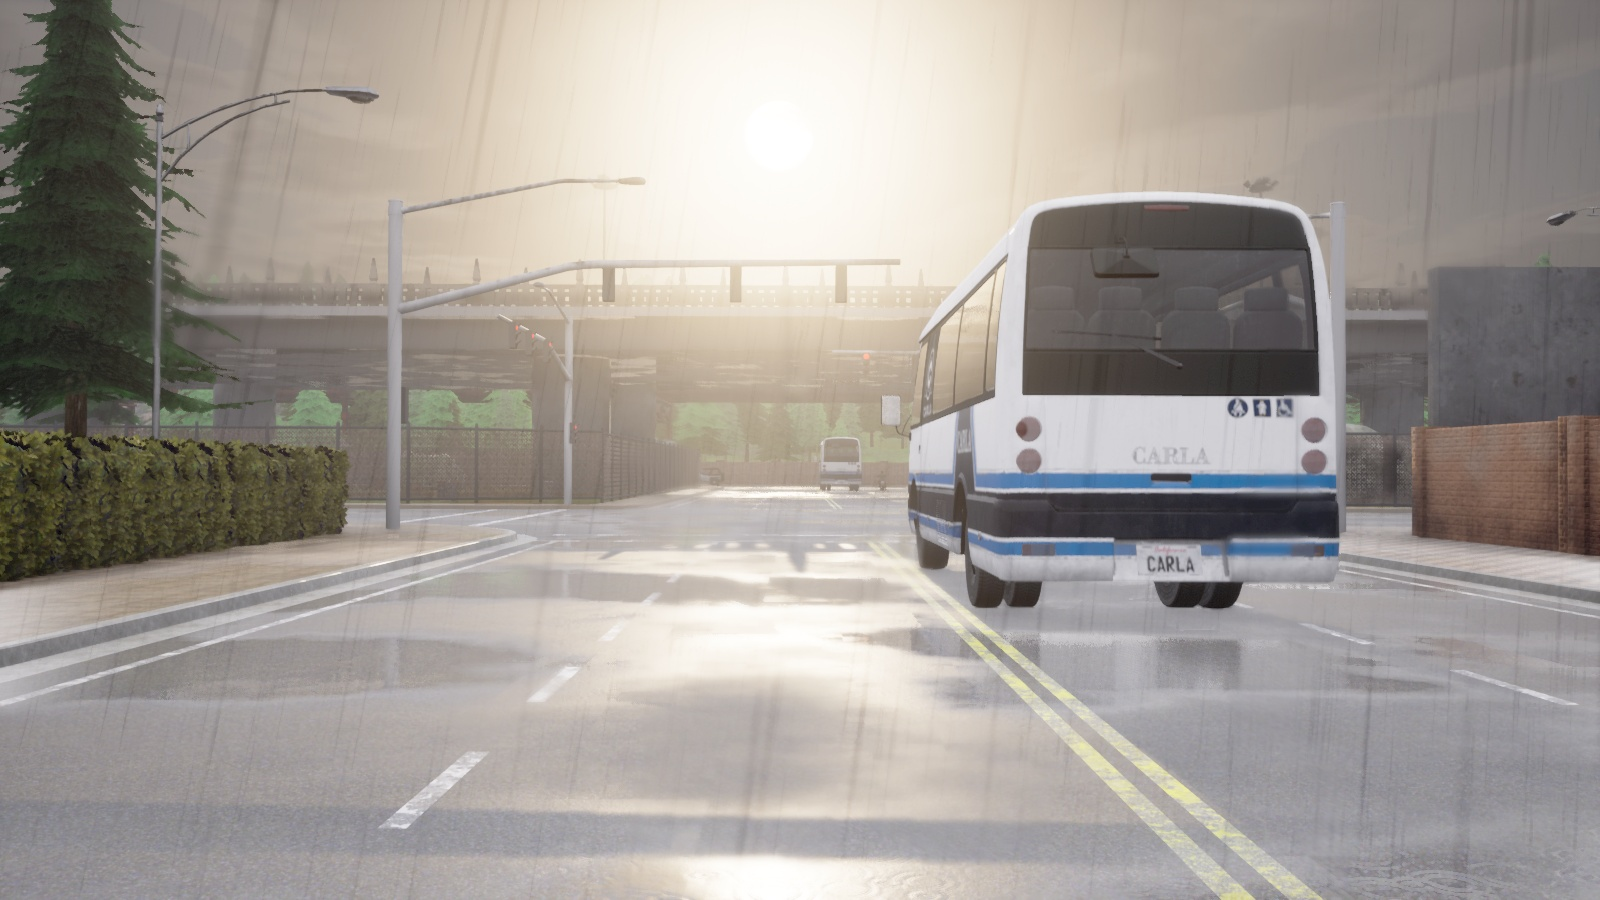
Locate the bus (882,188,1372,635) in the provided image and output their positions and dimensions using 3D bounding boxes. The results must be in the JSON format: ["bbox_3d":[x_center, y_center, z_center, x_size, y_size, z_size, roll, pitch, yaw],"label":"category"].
[{"bbox_3d":[3.450,-0.289,17.125,3.944,4.253,10.273,0,-1,0],"label":"bus"}]
